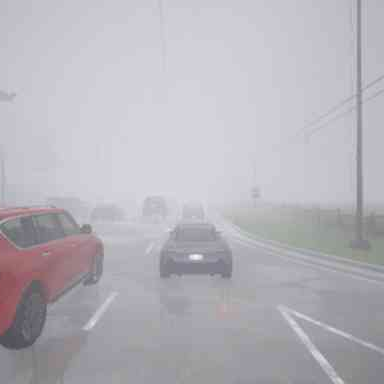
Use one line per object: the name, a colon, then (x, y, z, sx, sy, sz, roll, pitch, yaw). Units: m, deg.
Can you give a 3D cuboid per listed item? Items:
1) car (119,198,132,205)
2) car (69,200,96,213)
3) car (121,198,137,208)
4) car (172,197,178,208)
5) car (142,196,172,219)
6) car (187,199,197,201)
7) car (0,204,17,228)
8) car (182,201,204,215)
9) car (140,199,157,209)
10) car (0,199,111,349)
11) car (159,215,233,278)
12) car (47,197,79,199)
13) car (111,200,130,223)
car: (-13.978, 1.969, 69.968, 1.994, 1.385, 4.181, 0, 0, 0)
car: (-13.887, 1.816, 42.407, 1.994, 1.385, 4.181, 0, 0, 0)
car: (-10.388, 1.873, 54.730, 2.033, 1.411, 5.357, 0, 0, 0)
car: (-3.375, 1.675, 54.405, 2.097, 1.767, 4.553, 0, 0, 0)
car: (-3.389, 1.412, 31.949, 2.150, 2.045, 5.566, 0, 0, 0)
car: (0.019, 1.922, 60.029, 1.994, 1.385, 4.181, 0, 0, 0)
car: (-13.893, 1.622, 21.915, 2.128, 1.511, 4.902, 0, 0, 0)
car: (0.117, 1.781, 30.118, 1.895, 1.301, 4.718, 0, 0, 0)
car: (-6.872, 1.863, 53.064, 2.033, 1.411, 5.357, 0, 0, -1)
car: (-3.397, 1.261, 6.454, 2.150, 2.045, 5.566, 0, 0, 0)
car: (0.105, 1.627, 10.415, 1.994, 1.385, 4.181, 0, 0, 0)
car: (-10.390, 1.387, 27.708, 2.150, 2.045, 5.566, 0, 0, 0)
car: (-6.892, 1.656, 27.387, 2.128, 1.511, 4.902, 0, 0, 0)
